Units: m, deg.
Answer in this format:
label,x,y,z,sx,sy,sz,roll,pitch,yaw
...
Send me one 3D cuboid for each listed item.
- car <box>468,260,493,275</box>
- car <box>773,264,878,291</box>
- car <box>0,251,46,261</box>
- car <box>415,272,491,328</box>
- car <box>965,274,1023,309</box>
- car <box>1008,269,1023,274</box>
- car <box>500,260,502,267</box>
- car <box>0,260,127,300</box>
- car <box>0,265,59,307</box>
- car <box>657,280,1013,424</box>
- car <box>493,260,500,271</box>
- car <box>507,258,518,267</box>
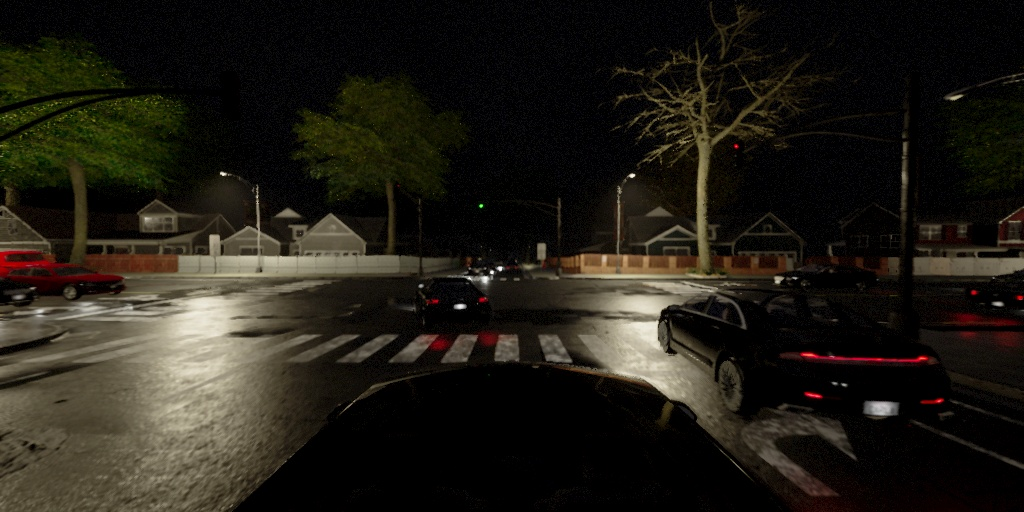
label,x,y,z,sx,sy,sz,roll,pitch,yaw
car,-3.124,1.117,34.811,1.812,1.442,4.674,0,0,1
car,17.178,1.176,19.814,4.902,1.511,2.128,0,2,2
car,-29.290,0.750,19.932,5.566,2.045,2.150,0,2,0
car,-2.086,1.389,11.861,1.994,1.385,4.181,0,0,-19
car,20.247,1.503,13.236,4.718,1.301,1.895,0,2,2
car,29.588,1.270,19.800,4.674,1.442,1.812,0,2,0
car,-2.714,1.310,63.423,1.895,1.301,4.718,0,0,1
car,-20.807,1.136,16.480,5.008,1.535,1.882,0,2,0
car,-20.639,1.252,13.230,4.902,1.511,2.128,0,2,0
car,3.855,1.272,5.861,2.128,1.511,4.902,0,0,7
car,-2.986,1.172,45.702,2.033,1.411,5.357,0,0,1
car,0.076,1.245,65.003,1.812,1.442,4.674,0,0,1
